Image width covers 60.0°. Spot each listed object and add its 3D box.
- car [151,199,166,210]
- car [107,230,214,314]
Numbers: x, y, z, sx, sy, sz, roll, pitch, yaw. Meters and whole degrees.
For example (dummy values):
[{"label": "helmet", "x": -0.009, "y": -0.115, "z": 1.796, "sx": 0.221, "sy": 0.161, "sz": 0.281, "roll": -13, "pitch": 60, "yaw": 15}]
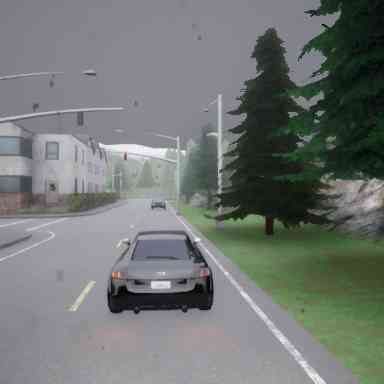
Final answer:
[{"label": "car", "x": -4.436, "y": 1.598, "z": 43.910, "sx": 1.895, "sy": 1.301, "sz": 4.718, "roll": 0, "pitch": 0, "yaw": -6}, {"label": "car", "x": -0.693, "y": 1.563, "z": 7.711, "sx": 1.994, "sy": 1.385, "sz": 4.181, "roll": 0, "pitch": 0, "yaw": -5}]
